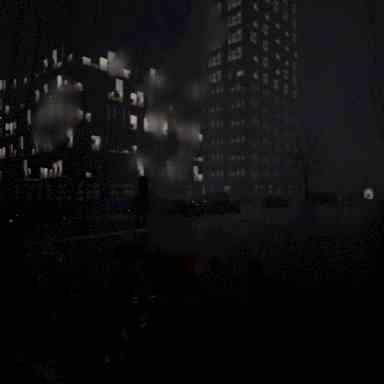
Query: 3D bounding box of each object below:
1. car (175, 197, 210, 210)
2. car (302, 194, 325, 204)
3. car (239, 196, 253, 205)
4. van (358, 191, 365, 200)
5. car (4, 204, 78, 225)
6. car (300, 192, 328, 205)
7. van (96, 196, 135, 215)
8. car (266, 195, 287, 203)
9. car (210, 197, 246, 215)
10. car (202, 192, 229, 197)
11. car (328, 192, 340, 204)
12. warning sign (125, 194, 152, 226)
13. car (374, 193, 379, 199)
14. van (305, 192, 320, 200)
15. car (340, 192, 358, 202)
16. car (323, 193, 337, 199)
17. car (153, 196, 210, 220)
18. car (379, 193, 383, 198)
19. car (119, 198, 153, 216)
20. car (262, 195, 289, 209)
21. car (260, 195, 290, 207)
[{"bbox_3d":[0.104,1.377,41.029,1.887,1.381,4.507,0,1,40],"label":"car"},{"bbox_3d":[20.536,1.098,56.097,2.128,1.511,4.902,0,0,40],"label":"car"},{"bbox_3d":[7.485,1.301,49.686,1.947,1.339,4.313,0,1,40],"label":"car"},{"bbox_3d":[35.981,0.765,70.226,1.690,1.788,3.998,0,1,40],"label":"van"},{"bbox_3d":[-10.854,1.597,24.159,1.895,1.301,4.718,0,0,38],"label":"car"},{"bbox_3d":[17.542,0.980,48.567,2.192,1.841,5.009,0,1,40],"label":"car"},{"bbox_3d":[-7.356,1.271,32.437,1.690,1.788,3.998,0,1,40],"label":"van"},{"bbox_3d":[14.861,1.204,58.349,1.947,1.339,4.313,0,1,40],"label":"car"},{"bbox_3d":[2.842,1.425,31.202,1.947,1.339,4.313,0,1,40],"label":"car"},{"bbox_3d":[2.364,1.043,39.669,2.150,2.045,5.566,0,0,41],"label":"car"},{"bbox_3d":[21.229,0.932,52.899,2.192,1.841,5.009,0,1,40],"label":"car"},{"bbox_3d":[-3.293,1.073,20.452,1.300,1.860,1.060,-1,-1,40],"label":"warning sign"},{"bbox_3d":[39.668,0.927,74.559,2.008,1.369,4.403,0,1,40],"label":"car"},{"bbox_3d":[25.924,0.834,71.342,1.690,1.788,3.998,0,1,40],"label":"van"},{"bbox_3d":[28.715,1.044,61.693,1.752,1.417,4.829,0,1,40],"label":"car"},{"bbox_3d":[33.300,0.963,80.008,1.947,1.339,4.313,0,1,40],"label":"car"},{"bbox_3d":[-0.802,1.348,26.833,1.967,1.590,4.097,0,1,40],"label":"car"},{"bbox_3d":[47.043,0.831,83.223,2.008,1.369,4.403,0,1,40],"label":"car"},{"bbox_3d":[-4.436,1.475,31.690,1.994,1.385,4.181,0,0,40],"label":"car"},{"bbox_3d":[10.167,1.344,39.907,1.802,1.307,4.206,0,1,40],"label":"car"},{"bbox_3d":[11.341,1.206,45.290,1.882,1.535,5.008,0,-1,40],"label":"car"}]
